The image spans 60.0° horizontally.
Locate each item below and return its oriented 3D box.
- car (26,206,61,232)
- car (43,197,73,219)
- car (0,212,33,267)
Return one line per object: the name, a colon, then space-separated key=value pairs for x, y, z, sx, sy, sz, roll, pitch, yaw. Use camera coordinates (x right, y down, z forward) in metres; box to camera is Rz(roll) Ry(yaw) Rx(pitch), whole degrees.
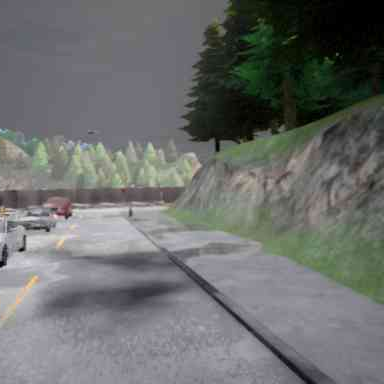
car: x=-9.902 y=1.820 z=21.429 sx=1.895 sy=1.301 sz=4.718 roll=-1 pitch=0 yaw=-16
car: x=-12.739 y=1.498 z=31.734 sx=2.150 sy=2.045 sz=5.566 roll=-1 pitch=0 yaw=-15
car: x=-7.263 y=1.692 z=11.960 sx=1.812 sy=1.442 sz=4.674 roll=-1 pitch=0 yaw=-16
